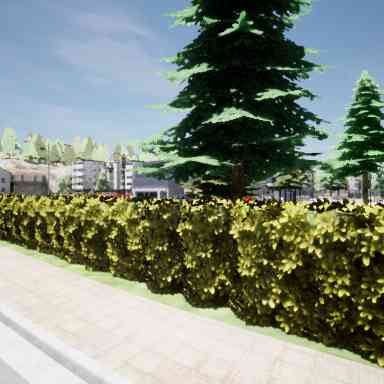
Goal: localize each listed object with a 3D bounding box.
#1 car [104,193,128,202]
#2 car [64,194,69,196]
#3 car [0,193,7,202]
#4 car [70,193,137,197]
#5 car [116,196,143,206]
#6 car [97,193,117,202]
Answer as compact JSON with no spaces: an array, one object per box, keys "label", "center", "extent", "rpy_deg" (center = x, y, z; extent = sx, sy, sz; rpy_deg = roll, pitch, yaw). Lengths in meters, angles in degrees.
[{"label":"car","center":[-15.876,1.097,69.643],"extent":[1.932,1.855,4.605],"rpy_deg":[0,0,44]},{"label":"car","center":[-27.350,1.154,80.367],"extent":[2.152,1.636,5.027],"rpy_deg":[0,0,44]},{"label":"car","center":[-41.786,1.097,70.187],"extent":[1.932,1.855,4.605],"rpy_deg":[0,0,44]},{"label":"car","center":[-8.071,1.221,31.035],"extent":[2.150,2.045,5.566],"rpy_deg":[0,0,44]},{"label":"car","center":[-10.065,1.384,53.309],"extent":[1.970,1.475,3.806],"rpy_deg":[0,0,44]},{"label":"car","center":[-18.236,1.077,71.388],"extent":[1.905,1.878,3.866],"rpy_deg":[0,0,44]}]
